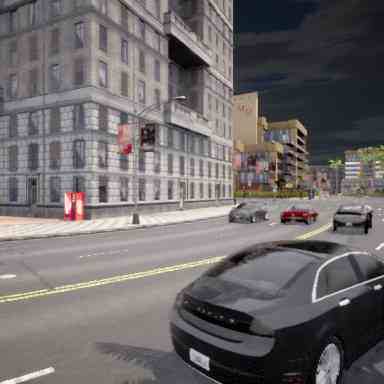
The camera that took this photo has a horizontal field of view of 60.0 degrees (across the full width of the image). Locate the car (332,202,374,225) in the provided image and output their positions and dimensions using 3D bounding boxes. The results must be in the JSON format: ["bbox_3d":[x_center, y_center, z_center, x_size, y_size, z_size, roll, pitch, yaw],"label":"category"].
[{"bbox_3d":[9.577,1.483,19.749,2.128,1.511,4.902,0,0,31],"label":"car"}]

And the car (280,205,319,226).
[{"bbox_3d":[7.707,1.588,23.695,1.895,1.301,4.718,0,0,30],"label":"car"}]

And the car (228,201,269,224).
[{"bbox_3d":[4.291,1.490,24.768,1.837,1.490,4.892,0,0,30],"label":"car"}]

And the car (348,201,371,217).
[{"bbox_3d":[16.449,1.586,32.522,1.895,1.301,4.718,0,0,28],"label":"car"}]

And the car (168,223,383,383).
[{"bbox_3d":[1.895,1.504,5.123,4.892,1.490,1.837,0,1,-41],"label":"car"}]
